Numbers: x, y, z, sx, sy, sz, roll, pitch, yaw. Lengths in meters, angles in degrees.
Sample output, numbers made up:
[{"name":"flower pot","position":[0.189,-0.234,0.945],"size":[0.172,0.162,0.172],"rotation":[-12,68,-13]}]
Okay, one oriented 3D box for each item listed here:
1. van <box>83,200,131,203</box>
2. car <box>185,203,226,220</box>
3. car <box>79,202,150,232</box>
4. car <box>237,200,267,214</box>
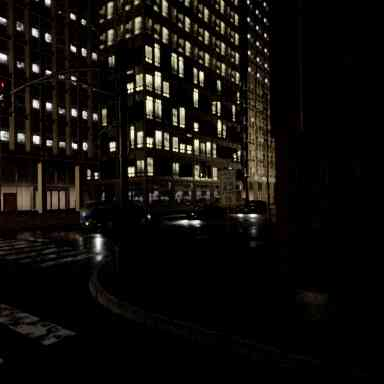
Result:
[{"name":"van","position":[-6.000,1.460,23.517],"size":[1.690,1.788,3.998],"rotation":[-2,-1,36]},{"name":"car","position":[1.205,1.649,29.083],"size":[1.994,1.385,4.181],"rotation":[-1,-1,36]},{"name":"car","position":[-4.659,1.571,20.982],"size":[1.837,1.490,4.892],"rotation":[-1,-1,33]},{"name":"car","position":[7.104,1.631,37.269],"size":[1.812,1.442,4.674],"rotation":[-1,-1,36]}]
